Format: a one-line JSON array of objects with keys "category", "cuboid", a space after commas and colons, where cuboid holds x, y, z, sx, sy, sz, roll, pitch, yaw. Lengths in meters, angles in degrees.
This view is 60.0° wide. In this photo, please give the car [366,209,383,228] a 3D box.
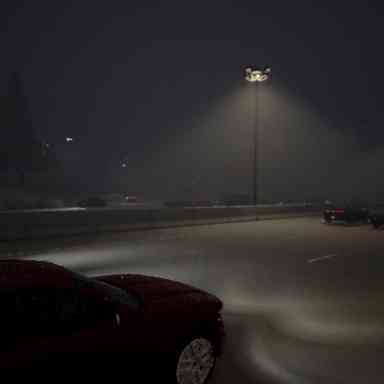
[{"category": "car", "cuboid": [13.639, 1.744, 22.097, 4.718, 1.301, 1.895, 1, 0, -43]}]

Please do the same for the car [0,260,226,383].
[{"category": "car", "cuboid": [-1.765, 1.434, 3.215, 5.008, 1.535, 1.882, 1, 0, -43]}]

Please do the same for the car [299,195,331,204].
[{"category": "car", "cuboid": [18.795, 1.641, 50.781, 4.892, 1.490, 1.837, 1, 0, -42]}]

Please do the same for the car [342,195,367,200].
[{"category": "car", "cuboid": [30.100, 1.761, 61.077, 5.008, 1.535, 1.882, 1, 0, -43]}]

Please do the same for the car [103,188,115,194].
[{"category": "car", "cuboid": [-21.672, -0.358, 86.715, 1.994, 1.385, 4.181, 1, 4, -39]}]

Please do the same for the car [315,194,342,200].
[{"category": "car", "cuboid": [24.985, 1.555, 61.141, 4.553, 1.767, 2.097, 1, 0, -42]}]

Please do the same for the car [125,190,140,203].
[{"category": "car", "cuboid": [-10.169, 1.001, 57.460, 2.097, 1.767, 4.553, 1, 0, -3]}]

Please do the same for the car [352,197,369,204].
[{"category": "car", "cuboid": [36.285, 1.901, 71.501, 4.181, 1.385, 1.994, 1, 0, -43]}]

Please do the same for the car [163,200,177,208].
[{"category": "car", "cuboid": [-1.287, 1.443, 41.914, 4.718, 1.301, 1.895, 1, 0, -42]}]

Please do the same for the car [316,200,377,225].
[{"category": "car", "cuboid": [11.758, 1.596, 25.119, 4.902, 1.511, 2.128, 1, 0, -43]}]

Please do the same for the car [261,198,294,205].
[{"category": "car", "cuboid": [13.339, 1.596, 50.546, 5.357, 1.411, 2.033, 1, 0, -42]}]

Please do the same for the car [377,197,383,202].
[{"category": "car", "cuboid": [41.098, 1.923, 71.166, 4.892, 1.490, 1.837, 1, 0, -43]}]

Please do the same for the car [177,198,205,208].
[{"category": "car", "cuboid": [1.004, 1.488, 39.268, 4.718, 1.301, 1.895, 1, 0, -42]}]

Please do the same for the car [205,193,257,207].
[{"category": "car", "cuboid": [4.461, 1.169, 37.682, 5.566, 2.045, 2.150, 1, 0, -42]}]

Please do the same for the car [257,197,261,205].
[{"category": "car", "cuboid": [11.044, 1.568, 53.181, 4.181, 1.385, 1.994, 1, 0, -42]}]

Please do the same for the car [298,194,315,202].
[{"category": "car", "cuboid": [22.634, 1.380, 63.724, 5.566, 2.045, 2.150, 1, 0, -42]}]

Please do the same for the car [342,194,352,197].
[{"category": "car", "cuboid": [34.299, 1.533, 74.423, 5.566, 2.045, 2.150, 1, 0, -43]}]

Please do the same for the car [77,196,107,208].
[{"category": "car", "cuboid": [-12.277, 1.233, 41.098, 1.994, 1.385, 4.181, 1, 0, 16]}]
